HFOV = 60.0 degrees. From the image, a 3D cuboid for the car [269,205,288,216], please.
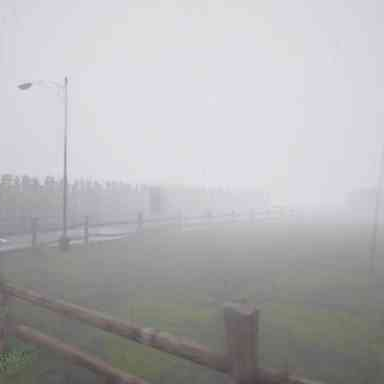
[{"bbox_3d":[13.044,2.747,50.676,1.882,1.535,5.008,-1,-2,36],"label":"car"}]
